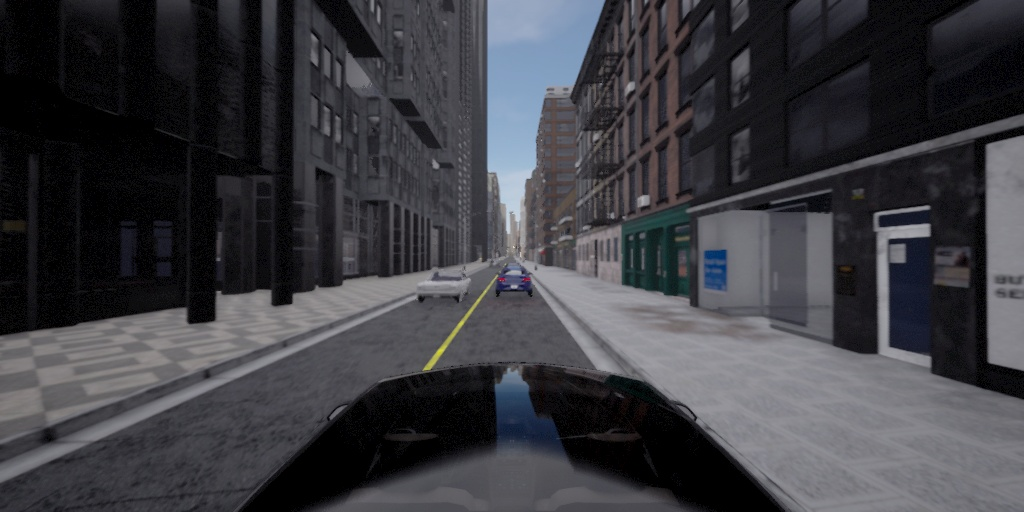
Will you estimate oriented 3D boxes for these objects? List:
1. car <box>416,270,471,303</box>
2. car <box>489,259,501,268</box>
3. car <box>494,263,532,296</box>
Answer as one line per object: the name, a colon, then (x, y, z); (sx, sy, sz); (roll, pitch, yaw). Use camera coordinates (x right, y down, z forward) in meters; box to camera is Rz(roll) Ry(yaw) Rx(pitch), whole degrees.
car: (-3.101, 1.356, 16.994); (1.895, 1.301, 4.718); (0, 0, 0)
car: (-3.003, 1.266, 63.738); (2.128, 1.511, 4.902); (0, 0, 0)
car: (0.099, 1.282, 19.174); (1.812, 1.442, 4.674); (0, 0, 0)
